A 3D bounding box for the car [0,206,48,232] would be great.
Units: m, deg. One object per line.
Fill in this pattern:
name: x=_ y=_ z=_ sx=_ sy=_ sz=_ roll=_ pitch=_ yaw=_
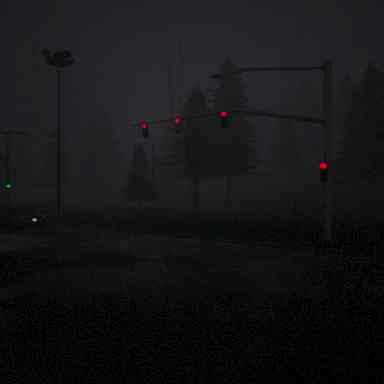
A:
car: x=-10.624 y=1.562 z=20.162 sx=4.181 sy=1.385 sz=1.994 roll=0 pitch=0 yaw=35
